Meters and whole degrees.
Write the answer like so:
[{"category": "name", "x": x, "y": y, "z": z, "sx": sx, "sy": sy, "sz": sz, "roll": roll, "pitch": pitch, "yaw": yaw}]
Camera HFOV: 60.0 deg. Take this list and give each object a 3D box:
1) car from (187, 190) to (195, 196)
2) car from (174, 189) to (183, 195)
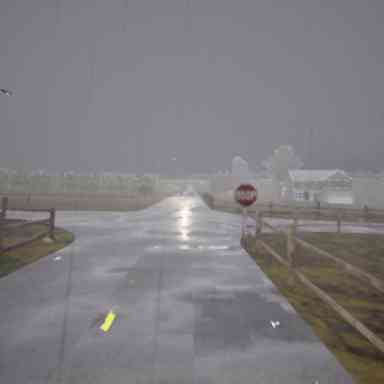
[{"category": "car", "x": -0.164, "y": 0.295, "z": 79.348, "sx": 2.033, "sy": 1.411, "sz": 5.357, "roll": 0, "pitch": 1, "yaw": 0}, {"category": "car", "x": -2.902, "y": 0.009, "z": 73.110, "sx": 2.033, "sy": 1.411, "sz": 5.357, "roll": 0, "pitch": 1, "yaw": 0}]
